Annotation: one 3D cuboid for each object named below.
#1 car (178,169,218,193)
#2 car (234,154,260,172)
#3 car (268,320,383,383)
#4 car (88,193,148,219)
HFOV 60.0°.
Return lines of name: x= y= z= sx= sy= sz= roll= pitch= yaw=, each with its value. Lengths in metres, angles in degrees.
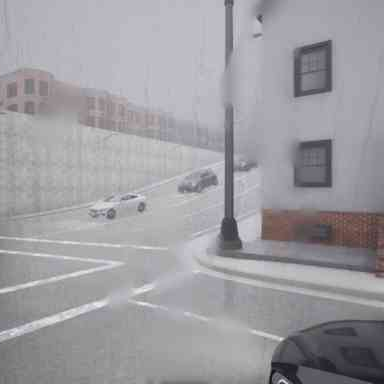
car: x=0.553 y=-1.127 z=31.338 sx=2.097 sy=1.767 sz=4.553 roll=0 pitch=13 yaw=34
car: x=6.237 y=-3.505 z=39.358 sx=2.097 sy=1.767 sz=4.553 roll=0 pitch=14 yaw=35
car: x=2.773 y=1.526 z=1.993 sx=4.674 sy=1.442 sz=1.812 roll=0 pitch=0 yaw=36
car: x=-5.071 y=0.863 z=23.310 sx=1.812 sy=1.442 sz=4.674 roll=0 pitch=7 yaw=35
